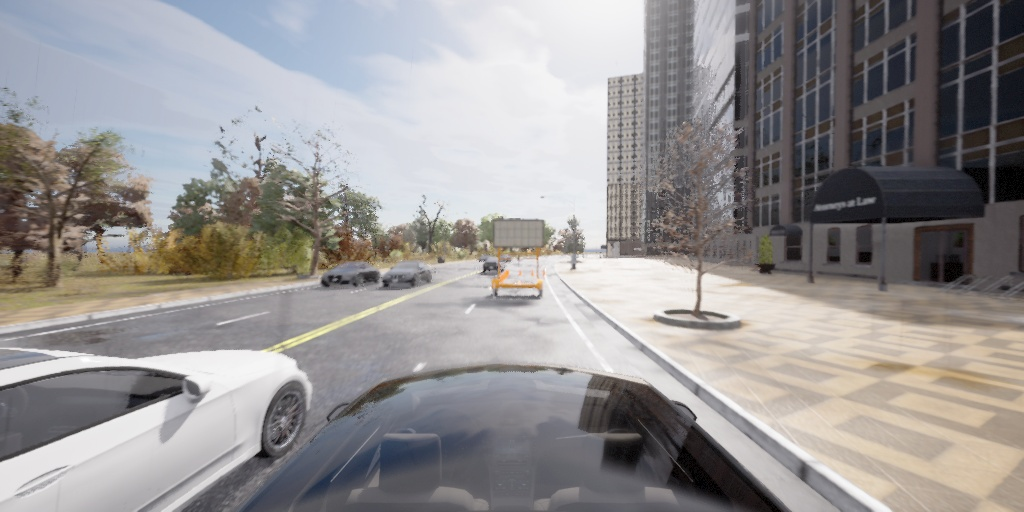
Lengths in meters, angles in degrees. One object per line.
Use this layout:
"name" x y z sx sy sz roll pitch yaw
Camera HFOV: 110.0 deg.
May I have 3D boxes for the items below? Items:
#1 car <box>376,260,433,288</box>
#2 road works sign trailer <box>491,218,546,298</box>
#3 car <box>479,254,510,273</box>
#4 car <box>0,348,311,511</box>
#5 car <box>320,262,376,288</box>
"car" -6.000 0.998 21.118 1.812 1.442 4.674 0 1 3
"road works sign trailer" 0.301 0.013 16.848 2.380 3.560 2.880 0 0 3
"car" -1.619 0.834 34.305 1.812 1.442 4.674 0 1 5
"car" -3.139 1.263 2.020 1.812 1.442 4.674 0 1 0
"car" -9.264 1.028 20.948 1.994 1.385 4.181 0 1 3
